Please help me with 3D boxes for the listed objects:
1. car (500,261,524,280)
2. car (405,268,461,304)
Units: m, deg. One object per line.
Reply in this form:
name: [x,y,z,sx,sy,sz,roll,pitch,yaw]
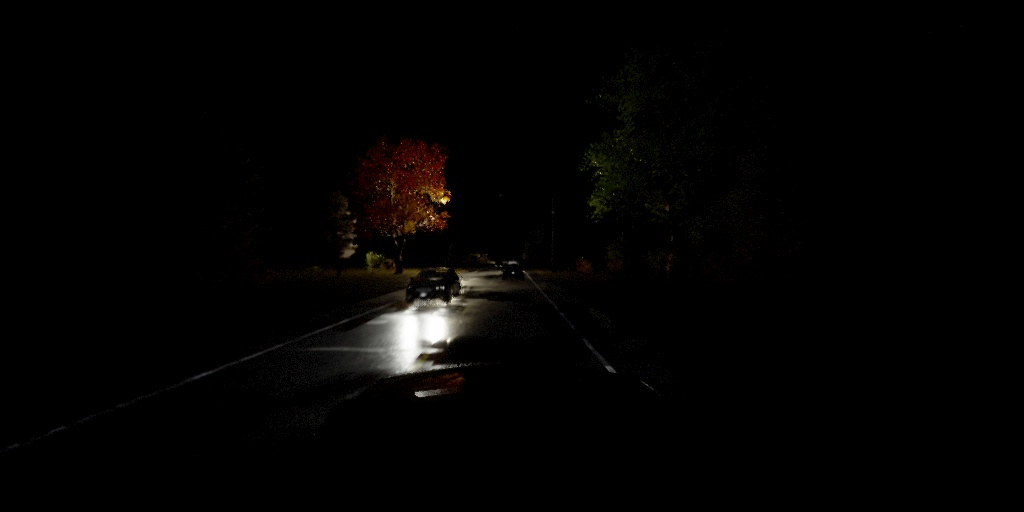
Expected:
car: [0.106,1.466,33.711,1.994,1.385,4.181,0,0,0]
car: [-3.589,1.316,16.969,2.128,1.511,4.902,0,0,0]
